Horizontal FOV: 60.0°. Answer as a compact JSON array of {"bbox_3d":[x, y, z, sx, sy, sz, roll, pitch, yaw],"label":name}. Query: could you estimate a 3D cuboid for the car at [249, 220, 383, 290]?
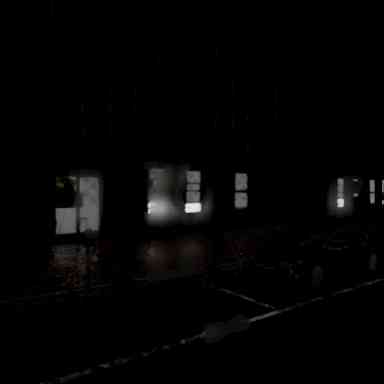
[{"bbox_3d":[3.462,1.562,9.032,4.403,1.369,2.008,0,0,-36],"label":"car"}]
